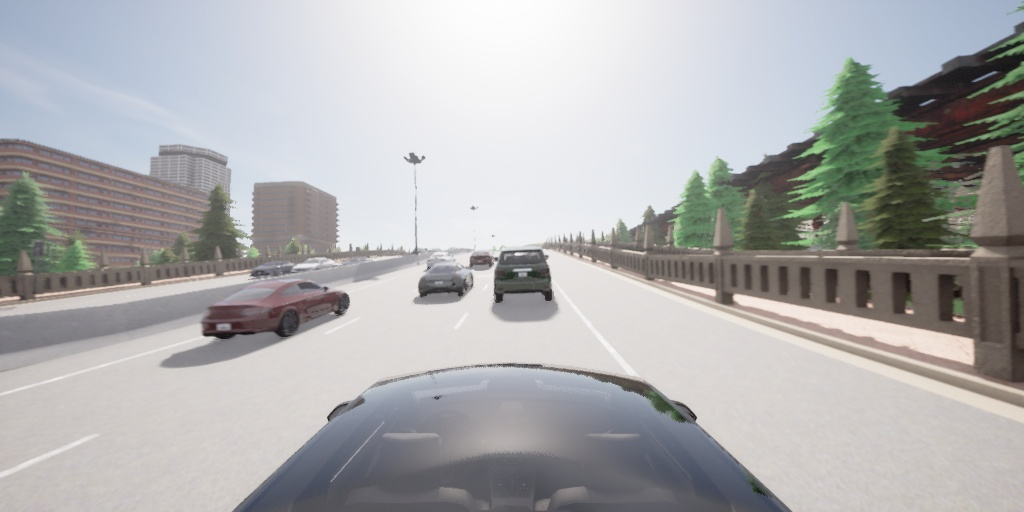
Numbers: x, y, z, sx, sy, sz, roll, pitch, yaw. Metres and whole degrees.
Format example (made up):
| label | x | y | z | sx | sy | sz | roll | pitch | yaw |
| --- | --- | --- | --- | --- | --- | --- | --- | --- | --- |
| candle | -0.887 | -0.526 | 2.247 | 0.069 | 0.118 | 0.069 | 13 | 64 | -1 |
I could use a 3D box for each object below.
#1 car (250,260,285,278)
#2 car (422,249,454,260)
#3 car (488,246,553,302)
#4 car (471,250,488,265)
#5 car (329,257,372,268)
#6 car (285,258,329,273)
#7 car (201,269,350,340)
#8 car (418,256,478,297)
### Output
| label | x | y | z | sx | sy | sz | roll | pitch | yaw |
| --- | --- | --- | --- | --- | --- | --- | --- | --- | --- |
| car | -20.363 | 1.087 | 30.930 | 1.994 | 1.385 | 4.181 | -2 | 3 | 1 |
| car | -6.171 | 0.402 | 31.523 | 1.812 | 1.442 | 4.674 | -2 | 3 | 2 |
| car | 0.437 | 0.591 | 15.055 | 2.150 | 2.045 | 5.566 | -2 | 3 | 2 |
| car | -2.653 | 0.156 | 32.456 | 1.882 | 1.535 | 5.008 | -2 | 3 | 2 |
| car | -13.370 | 0.788 | 30.815 | 1.994 | 1.385 | 4.181 | -2 | 3 | 1 |
| car | -16.870 | 0.903 | 30.806 | 1.812 | 1.442 | 4.674 | -2 | 3 | 1 |
| car | -6.665 | 1.391 | 10.650 | 1.812 | 1.442 | 4.674 | -2 | 2 | 2 |
| car | -3.002 | 0.992 | 16.960 | 1.994 | 1.385 | 4.181 | -2 | 3 | 2 |
